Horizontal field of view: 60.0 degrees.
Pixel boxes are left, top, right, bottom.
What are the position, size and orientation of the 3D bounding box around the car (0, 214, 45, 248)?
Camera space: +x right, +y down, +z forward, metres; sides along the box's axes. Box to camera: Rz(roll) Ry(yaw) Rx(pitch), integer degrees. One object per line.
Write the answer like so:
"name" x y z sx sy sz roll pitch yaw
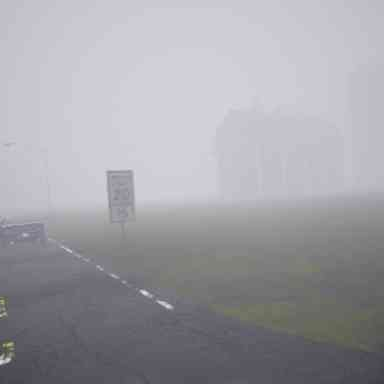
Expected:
"car" -9.095 1.926 17.657 1.882 1.535 5.008 -4 0 -32
